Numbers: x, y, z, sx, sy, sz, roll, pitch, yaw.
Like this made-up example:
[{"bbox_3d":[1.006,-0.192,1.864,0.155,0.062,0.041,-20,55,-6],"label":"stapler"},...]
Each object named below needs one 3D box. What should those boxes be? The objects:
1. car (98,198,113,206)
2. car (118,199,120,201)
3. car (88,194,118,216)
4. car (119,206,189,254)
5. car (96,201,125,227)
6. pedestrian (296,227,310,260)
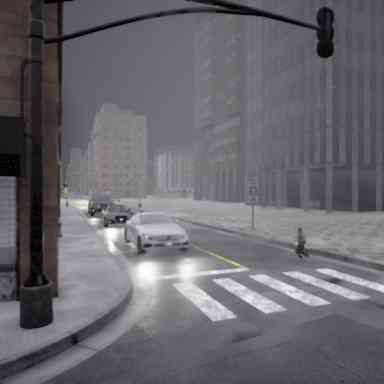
[{"bbox_3d":[-14.894,1.648,57.096,1.895,1.301,4.718,0,0,-21],"label":"car"},{"bbox_3d":[-11.218,1.639,47.548,1.895,1.301,4.718,0,0,-21],"label":"car"},{"bbox_3d":[-9.056,1.249,33.042,2.150,2.045,5.566,0,0,-21],"label":"car"},{"bbox_3d":[-1.628,1.534,13.761,1.812,1.442,4.674,0,0,-21],"label":"car"},{"bbox_3d":[-5.226,1.581,23.055,1.994,1.385,4.181,0,0,-21],"label":"car"},{"bbox_3d":[3.622,1.676,10.988,0.500,1.100,0.500,0,0,-21],"label":"pedestrian"}]
